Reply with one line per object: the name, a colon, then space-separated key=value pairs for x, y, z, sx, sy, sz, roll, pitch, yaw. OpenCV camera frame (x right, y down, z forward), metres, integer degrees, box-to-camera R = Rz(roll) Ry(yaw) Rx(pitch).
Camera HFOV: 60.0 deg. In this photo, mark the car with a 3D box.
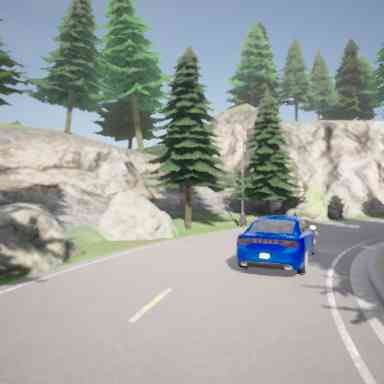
car: x=2.923 y=1.516 z=10.925 sx=1.882 sy=1.535 sz=5.008 roll=0 pitch=0 yaw=25
